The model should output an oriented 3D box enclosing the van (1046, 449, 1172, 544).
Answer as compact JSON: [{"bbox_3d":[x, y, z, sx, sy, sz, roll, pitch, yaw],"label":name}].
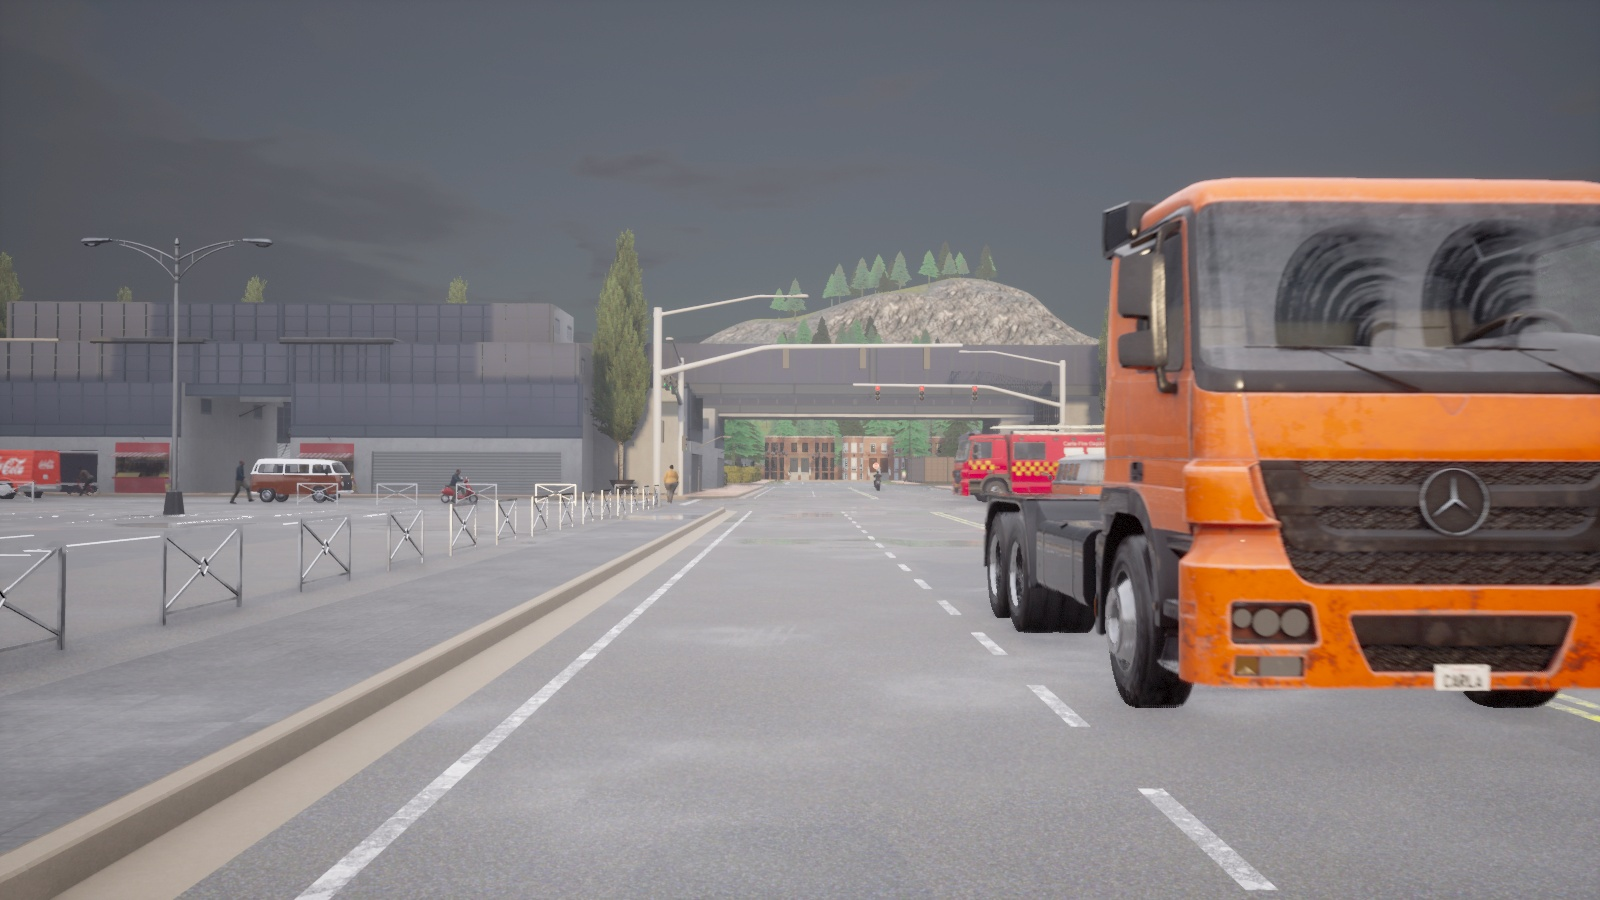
[{"bbox_3d":[6.936,1.020,28.650,1.775,1.987,4.442,0,-1,0],"label":"van"}]

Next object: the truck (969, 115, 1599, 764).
[{"bbox_3d":[3.506,-0.002,10.698,2.891,3.462,7.936,0,-1,-1],"label":"truck"}]

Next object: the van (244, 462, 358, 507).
[{"bbox_3d":[-23.202,1.611,58.494,4.480,2.038,2.069,0,-1,1],"label":"van"}]

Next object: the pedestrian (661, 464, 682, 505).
[{"bbox_3d":[-5.998,1.603,58.485,0.874,1.855,0.900,0,-1,0],"label":"pedestrian"}]

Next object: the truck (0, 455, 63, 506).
[{"bbox_3d":[-40.041,1.533,62.451,5.204,2.467,2.627,0,-1,2],"label":"truck"}]

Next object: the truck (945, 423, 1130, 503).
[{"bbox_3d":[11.566,0.638,61.727,8.468,3.827,2.891,0,-1,-3],"label":"truck"}]

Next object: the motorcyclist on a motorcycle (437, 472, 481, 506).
[{"bbox_3d":[-15.840,1.808,58.317,1.817,1.590,0.866,0,-1,1],"label":"motorcyclist on a motorcycle"}]

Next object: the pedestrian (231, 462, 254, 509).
[{"bbox_3d":[-22.060,1.394,49.718,0.726,1.842,0.402,0,-1,-1],"label":"pedestrian"}]
